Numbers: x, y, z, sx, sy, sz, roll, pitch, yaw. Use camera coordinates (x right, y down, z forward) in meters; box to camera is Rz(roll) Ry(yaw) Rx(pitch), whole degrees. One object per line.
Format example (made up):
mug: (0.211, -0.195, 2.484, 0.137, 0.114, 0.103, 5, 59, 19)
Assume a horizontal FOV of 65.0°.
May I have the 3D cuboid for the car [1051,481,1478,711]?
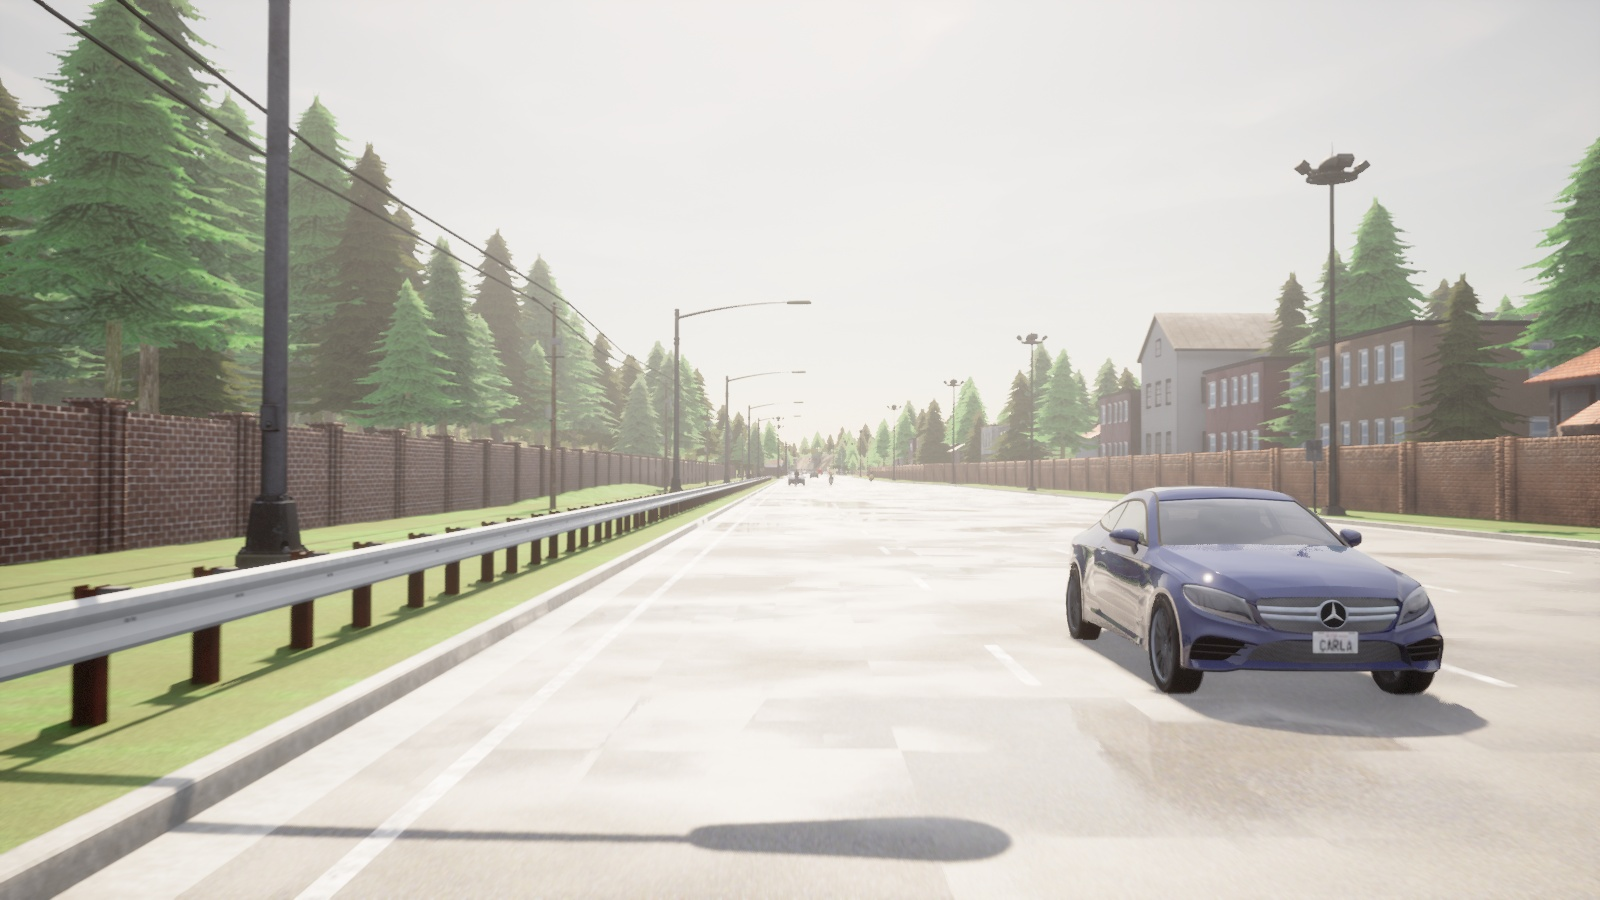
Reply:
car: (3.474, 1.002, 10.470, 1.812, 1.442, 4.674, 0, -1, 0)
